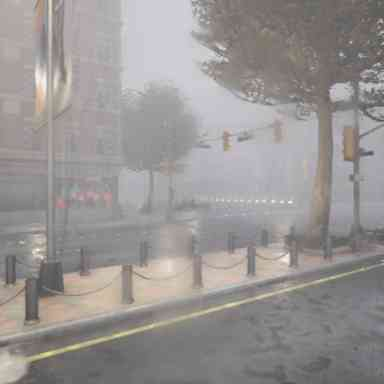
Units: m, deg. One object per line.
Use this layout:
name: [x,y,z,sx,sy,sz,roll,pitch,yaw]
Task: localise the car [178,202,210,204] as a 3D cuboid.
car: [0.160,1.355,38.532,1.895,1.301,4.718,0,0,-36]
